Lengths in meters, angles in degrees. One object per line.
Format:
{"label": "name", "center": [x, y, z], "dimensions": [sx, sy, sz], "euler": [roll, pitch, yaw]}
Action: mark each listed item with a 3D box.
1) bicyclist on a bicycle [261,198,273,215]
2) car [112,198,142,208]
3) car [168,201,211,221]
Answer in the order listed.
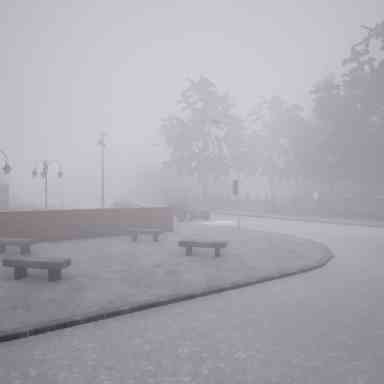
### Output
{"label": "bicyclist on a bicycle", "center": [7.062, 1.349, 31.440], "dimensions": [1.656, 1.620, 0.582], "euler": [0, 0, -35]}
{"label": "car", "center": [-7.297, 1.477, 37.203], "dimensions": [1.882, 1.535, 5.008], "euler": [0, 0, -35]}
{"label": "car", "center": [-0.385, 1.505, 27.429], "dimensions": [1.837, 1.490, 4.892], "euler": [0, 0, -35]}
